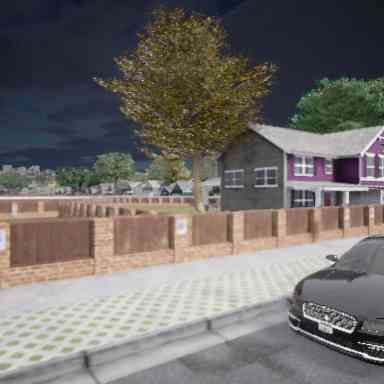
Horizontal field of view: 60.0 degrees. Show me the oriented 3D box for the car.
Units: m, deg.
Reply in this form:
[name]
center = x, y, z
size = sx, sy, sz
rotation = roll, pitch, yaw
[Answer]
[car]
center = 3.699, 1.503, 5.686
size = 4.892, 1.490, 1.837
rotation = 0, 0, -35
